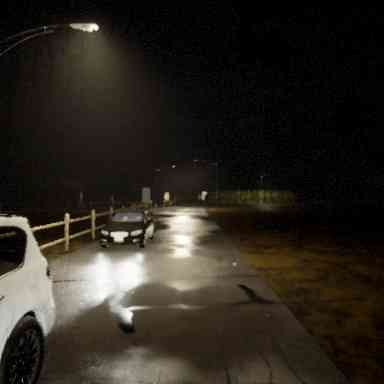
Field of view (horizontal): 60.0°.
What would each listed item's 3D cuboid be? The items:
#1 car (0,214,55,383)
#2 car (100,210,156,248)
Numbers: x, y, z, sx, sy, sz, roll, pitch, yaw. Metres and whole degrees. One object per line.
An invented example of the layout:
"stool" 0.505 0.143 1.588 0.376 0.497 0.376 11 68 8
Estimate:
"car" -2.846 1.237 2.067 2.150 2.045 5.566 0 -1 0
"car" -2.797 1.596 15.311 2.128 1.511 4.902 0 -1 1
